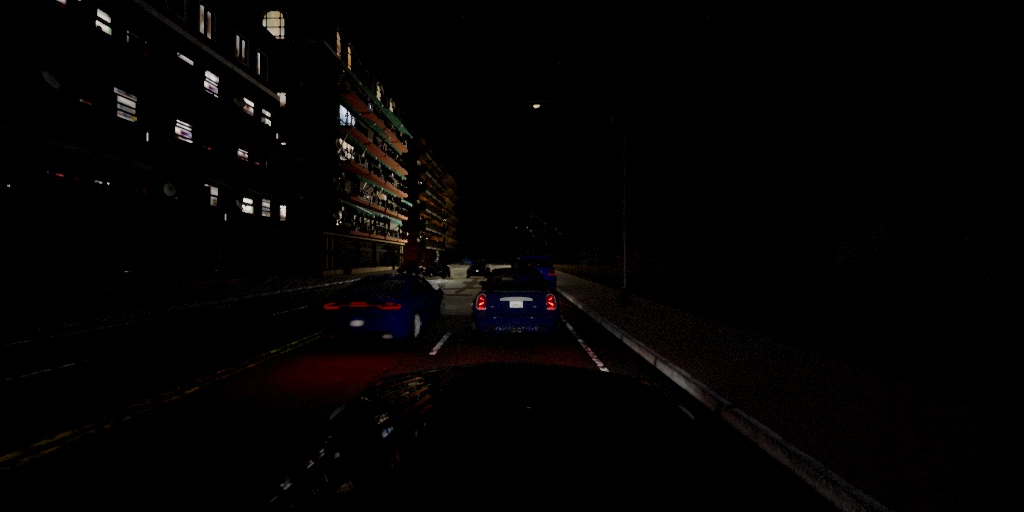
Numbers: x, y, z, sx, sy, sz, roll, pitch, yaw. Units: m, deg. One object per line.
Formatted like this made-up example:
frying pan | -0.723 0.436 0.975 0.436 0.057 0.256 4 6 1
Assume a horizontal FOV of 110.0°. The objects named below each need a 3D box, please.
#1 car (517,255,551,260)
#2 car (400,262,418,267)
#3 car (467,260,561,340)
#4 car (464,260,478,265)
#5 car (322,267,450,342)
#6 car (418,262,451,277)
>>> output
car | 1.133 0.977 19.712 2.150 2.045 5.566 0 0 0
car | -9.856 1.315 35.137 1.994 1.385 4.181 0 0 0
car | 0.096 1.103 10.136 2.097 1.767 4.553 0 0 0
car | -3.154 1.316 34.451 1.994 1.385 4.181 0 0 0
car | -3.154 1.229 9.769 1.882 1.535 5.008 0 0 0
car | -6.605 1.277 31.783 1.812 1.442 4.674 0 0 0
